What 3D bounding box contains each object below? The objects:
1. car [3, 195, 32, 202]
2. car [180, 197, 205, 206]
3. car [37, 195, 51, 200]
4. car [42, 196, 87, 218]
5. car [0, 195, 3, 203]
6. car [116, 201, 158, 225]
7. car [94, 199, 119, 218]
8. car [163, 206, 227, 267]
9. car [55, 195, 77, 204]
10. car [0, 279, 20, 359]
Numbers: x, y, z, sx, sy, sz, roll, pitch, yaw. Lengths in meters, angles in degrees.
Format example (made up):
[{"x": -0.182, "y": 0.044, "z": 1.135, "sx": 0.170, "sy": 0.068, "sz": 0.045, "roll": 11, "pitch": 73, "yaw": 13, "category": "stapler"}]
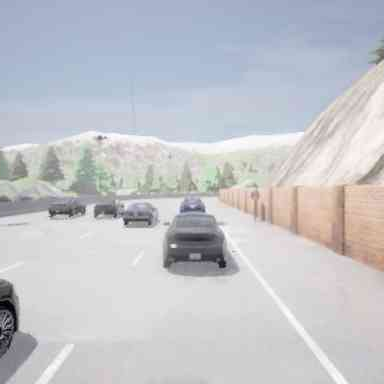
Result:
[{"x": -28.129, "y": 1.171, "z": 54.530, "sx": 2.128, "sy": 1.511, "sz": 4.902, "roll": 0, "pitch": 0, "yaw": 1, "category": "car"}, {"x": 0.053, "y": 1.178, "z": 28.014, "sx": 2.097, "sy": 1.767, "sz": 4.553, "roll": 0, "pitch": 0, "yaw": 0, "category": "car"}, {"x": -24.585, "y": 1.228, "z": 56.285, "sx": 1.994, "sy": 1.385, "sz": 4.181, "roll": 0, "pitch": 0, "yaw": 1, "category": "car"}, {"x": -10.448, "y": 1.322, "z": 28.265, "sx": 2.128, "sy": 1.511, "sz": 4.902, "roll": 0, "pitch": 0, "yaw": 0, "category": "car"}, {"x": -31.607, "y": 1.205, "z": 54.698, "sx": 1.812, "sy": 1.442, "sz": 4.674, "roll": 0, "pitch": 0, "yaw": 1, "category": "car"}, {"x": -3.438, "y": 1.407, "z": 22.841, "sx": 2.033, "sy": 1.411, "sz": 5.357, "roll": 0, "pitch": 0, "yaw": 0, "category": "car"}, {"x": -6.947, "y": 1.333, "z": 28.336, "sx": 1.837, "sy": 1.490, "sz": 4.892, "roll": 0, "pitch": 0, "yaw": 0, "category": "car"}, {"x": 0.081, "y": 1.435, "z": 11.147, "sx": 1.837, "sy": 1.490, "sz": 4.892, "roll": 0, "pitch": 0, "yaw": 0, "category": "car"}, {"x": -21.093, "y": 1.266, "z": 55.972, "sx": 1.895, "sy": 1.301, "sz": 4.718, "roll": 0, "pitch": 0, "yaw": 1, "category": "car"}, {"x": -3.415, "y": 1.476, "z": 2.899, "sx": 2.128, "sy": 1.511, "sz": 4.902, "roll": 0, "pitch": 0, "yaw": 0, "category": "car"}]
